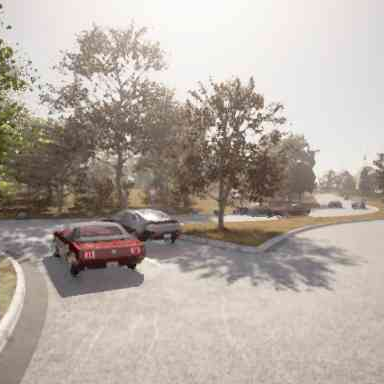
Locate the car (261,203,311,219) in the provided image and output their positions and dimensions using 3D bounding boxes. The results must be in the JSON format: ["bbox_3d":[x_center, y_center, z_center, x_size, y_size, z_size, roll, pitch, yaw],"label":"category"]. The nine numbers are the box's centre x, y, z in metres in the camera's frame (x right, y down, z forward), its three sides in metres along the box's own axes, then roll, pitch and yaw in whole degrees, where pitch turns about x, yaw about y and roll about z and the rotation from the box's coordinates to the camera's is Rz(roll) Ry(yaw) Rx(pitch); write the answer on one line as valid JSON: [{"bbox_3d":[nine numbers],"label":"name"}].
[{"bbox_3d":[9.041,1.759,31.240,4.718,1.301,1.895,1,-1,-36],"label":"car"}]

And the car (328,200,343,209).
[{"bbox_3d":[22.811,1.900,52.897,1.994,1.385,4.181,0,0,24],"label":"car"}]

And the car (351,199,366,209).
[{"bbox_3d":[25.635,1.821,51.275,2.128,1.511,4.902,0,0,24],"label":"car"}]

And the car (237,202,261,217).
[{"bbox_3d":[6.497,1.714,33.498,4.181,1.385,1.994,1,-1,-36],"label":"car"}]

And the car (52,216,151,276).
[{"bbox_3d":[-3.168,1.604,10.562,1.895,1.301,4.718,0,0,-30],"label":"car"}]

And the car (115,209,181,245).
[{"bbox_3d":[-2.433,1.492,14.762,2.128,1.511,4.902,0,0,-38],"label":"car"}]
